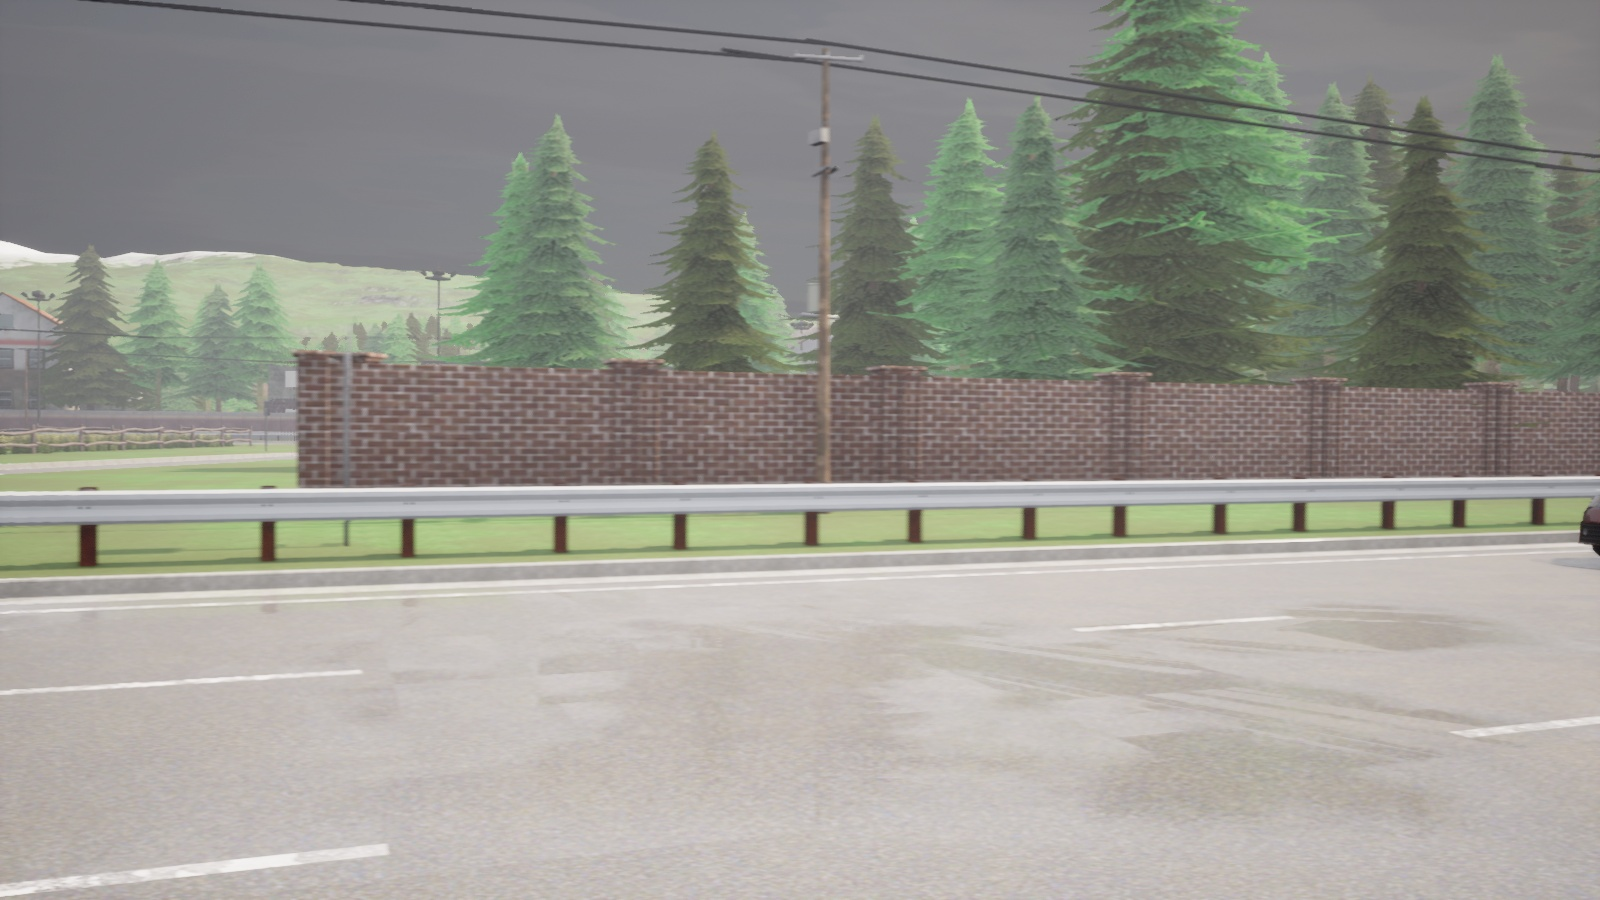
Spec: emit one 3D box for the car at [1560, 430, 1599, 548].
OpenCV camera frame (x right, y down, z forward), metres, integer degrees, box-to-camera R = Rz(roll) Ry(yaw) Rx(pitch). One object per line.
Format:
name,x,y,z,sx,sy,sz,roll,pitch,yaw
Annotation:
car,11.570,0.429,15.118,4.181,1.385,1.994,-1,1,-21
